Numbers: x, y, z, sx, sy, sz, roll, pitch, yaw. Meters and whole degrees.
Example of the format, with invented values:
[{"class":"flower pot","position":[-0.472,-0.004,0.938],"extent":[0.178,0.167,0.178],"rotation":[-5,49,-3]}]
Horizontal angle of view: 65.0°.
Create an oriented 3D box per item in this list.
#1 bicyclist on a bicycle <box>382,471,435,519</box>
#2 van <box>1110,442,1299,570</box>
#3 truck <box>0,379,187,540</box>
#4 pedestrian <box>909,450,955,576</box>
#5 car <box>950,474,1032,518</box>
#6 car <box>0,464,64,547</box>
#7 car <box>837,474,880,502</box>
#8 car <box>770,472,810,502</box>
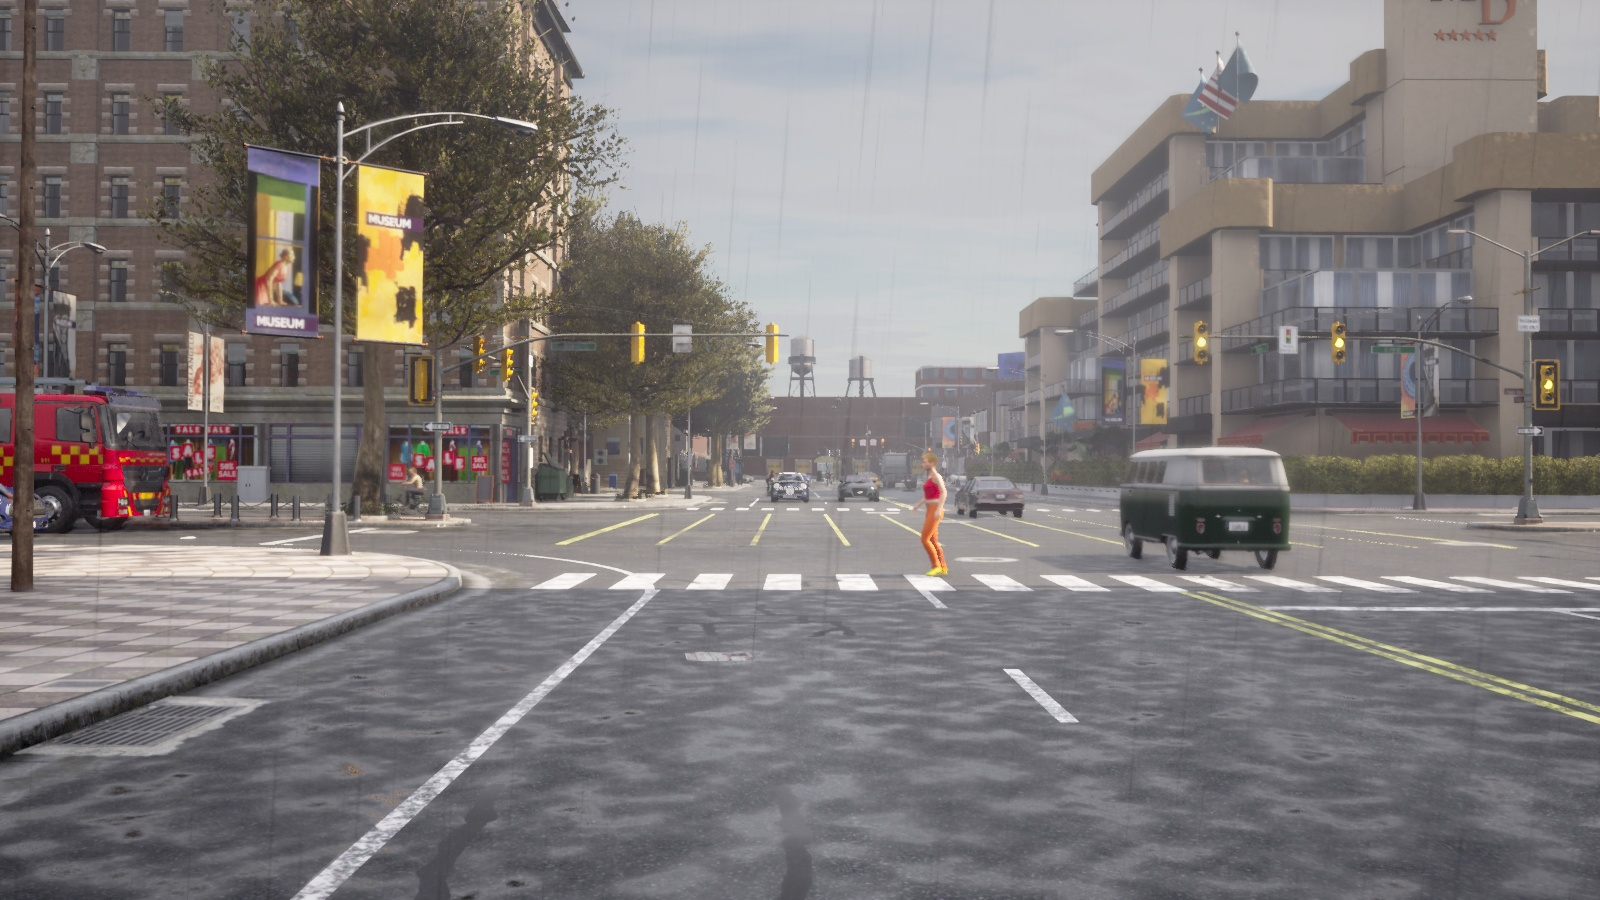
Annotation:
[{"class":"bicyclist on a bicycle","position":[-13.321,1.520,42.745],"extent":[1.509,1.612,0.866],"rotation":[0,-1,1]},{"class":"van","position":[6.832,0.904,21.730],"extent":[1.775,1.987,4.442],"rotation":[0,-1,-1]},{"class":"truck","position":[-20.230,0.255,31.284],"extent":[8.468,3.827,2.891],"rotation":[0,-1,0]},{"class":"pedestrian","position":[1.943,0.915,18.525],"extent":[0.594,1.836,0.345],"rotation":[0,-1,-7]},{"class":"car","position":[6.660,1.579,44.382],"extent":[2.033,1.411,5.357],"rotation":[0,-1,0]},{"class":"car","position":[-19.190,1.215,27.790],"extent":[4.553,1.767,2.097],"rotation":[0,-1,1]},{"class":"car","position":[2.995,1.956,65.030],"extent":[1.994,1.385,4.181],"rotation":[0,-1,-1]},{"class":"car","position":[-0.490,1.848,63.661],"extent":[1.970,1.475,3.806],"rotation":[0,-1,0]}]
